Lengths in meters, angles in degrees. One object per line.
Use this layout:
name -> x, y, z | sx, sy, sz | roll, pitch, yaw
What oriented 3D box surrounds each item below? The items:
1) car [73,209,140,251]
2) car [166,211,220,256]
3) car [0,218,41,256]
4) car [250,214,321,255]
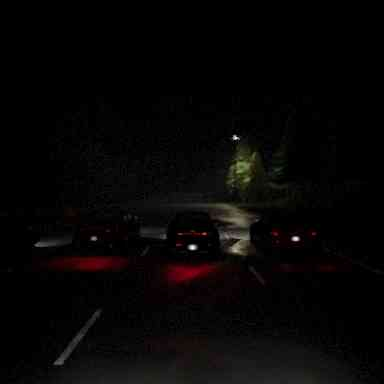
car -> -3.447, 1.472, 14.224 | 1.882, 1.535, 5.008 | 0, 0, 1
car -> 0.043, 1.501, 13.045 | 1.837, 1.490, 4.892 | 0, 0, 1
car -> -6.980, 1.543, 10.846 | 2.033, 1.411, 5.357 | 0, 0, 0
car -> 3.546, 1.560, 13.297 | 1.994, 1.385, 4.181 | 0, 0, 1
